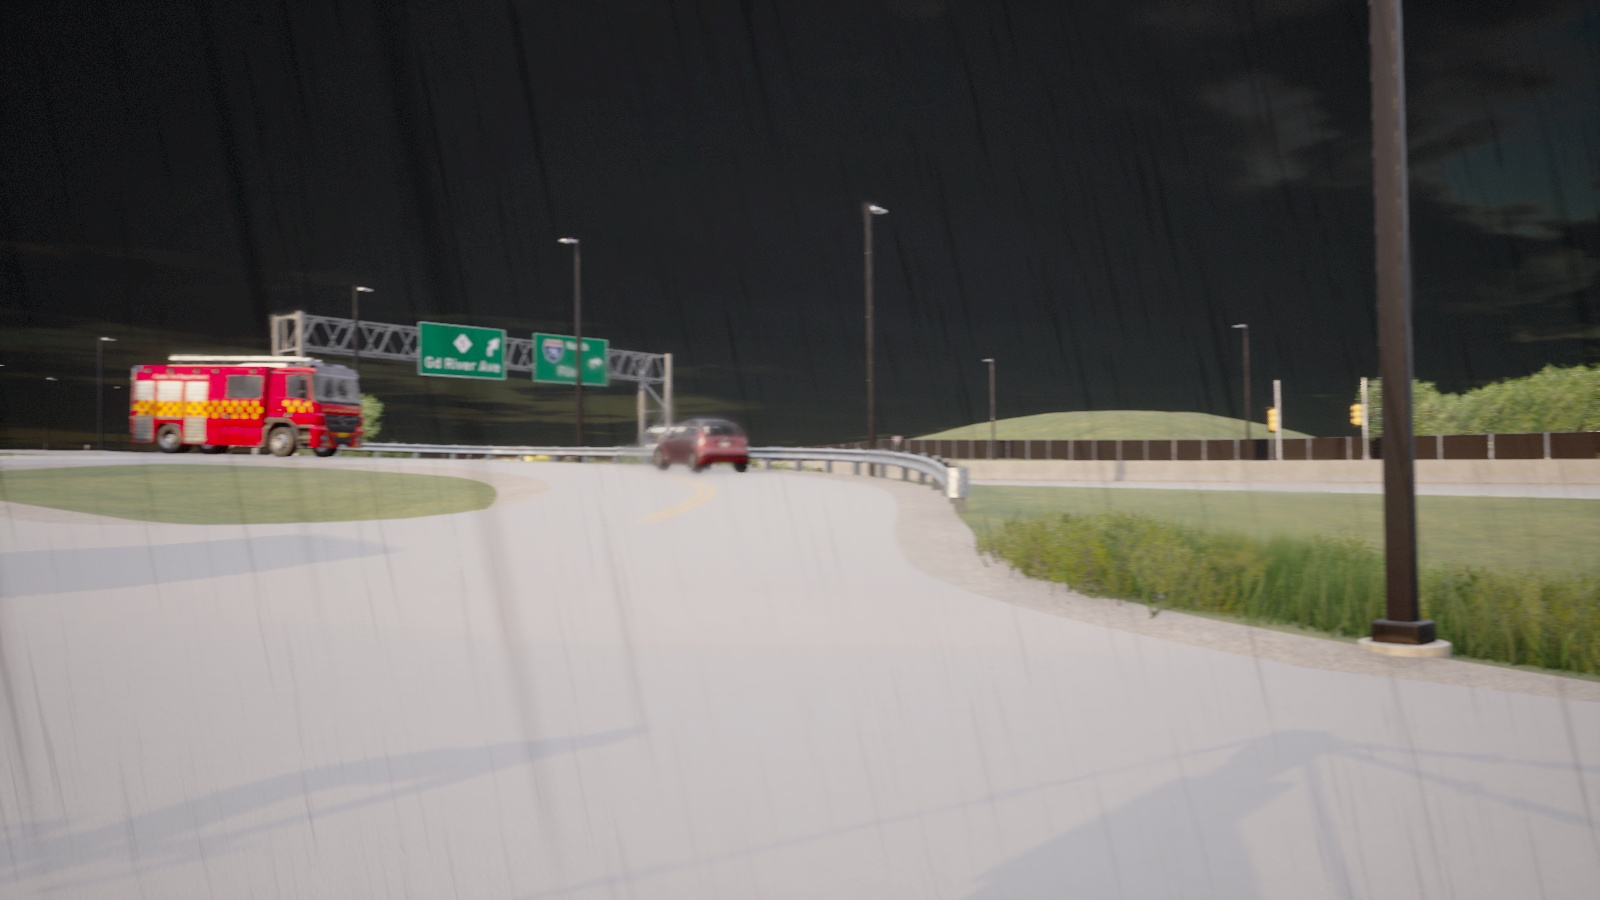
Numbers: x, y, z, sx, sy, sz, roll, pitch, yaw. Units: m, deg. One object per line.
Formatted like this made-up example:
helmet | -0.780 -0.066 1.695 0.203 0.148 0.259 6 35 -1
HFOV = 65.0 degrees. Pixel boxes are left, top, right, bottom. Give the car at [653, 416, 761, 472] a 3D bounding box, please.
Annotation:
car | -2.913 -0.216 38.413 1.851 1.617 3.988 0 1 -27

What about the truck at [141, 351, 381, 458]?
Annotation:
truck | -20.656 -1.734 48.149 8.468 3.827 2.891 1 0 16
